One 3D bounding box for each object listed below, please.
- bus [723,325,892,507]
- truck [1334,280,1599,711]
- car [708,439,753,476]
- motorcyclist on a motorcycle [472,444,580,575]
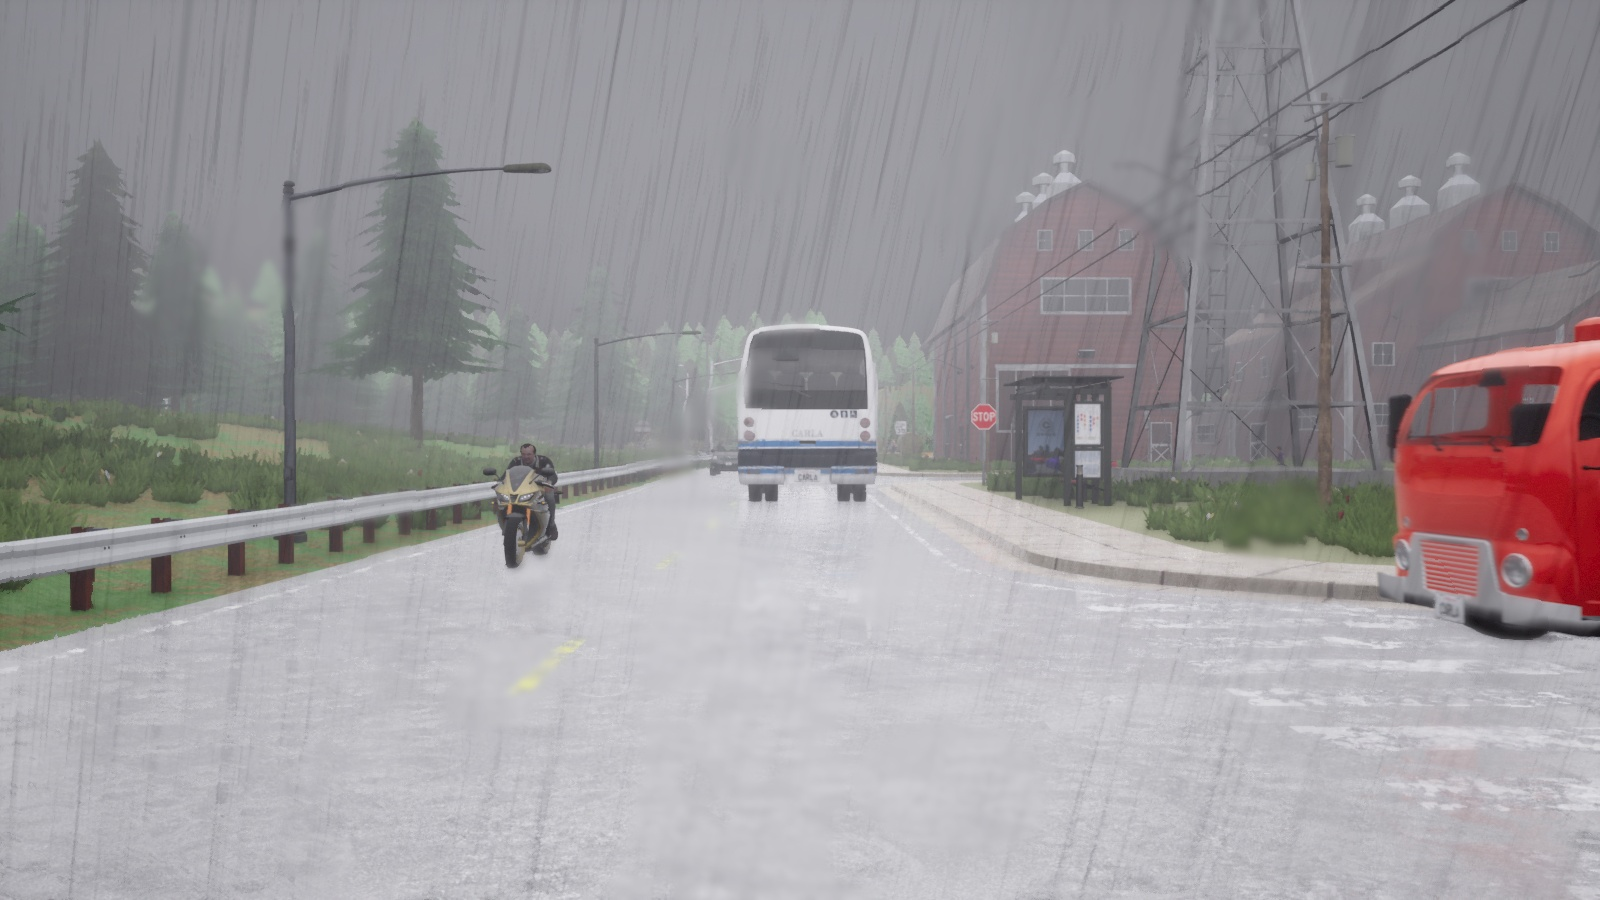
[{"bbox_3d":[0.206,-0.824,34.442,3.944,4.253,10.273,0,0,0],"label":"bus"},{"bbox_3d":[6.940,0.197,8.845,5.204,2.467,2.627,-1,1,-8],"label":"truck"},{"bbox_3d":[-3.164,0.315,57.865,1.851,1.617,3.988,0,0,0],"label":"car"},{"bbox_3d":[-3.398,0.690,15.786,0.866,1.530,2.191,0,0,0],"label":"motorcyclist on a motorcycle"}]
